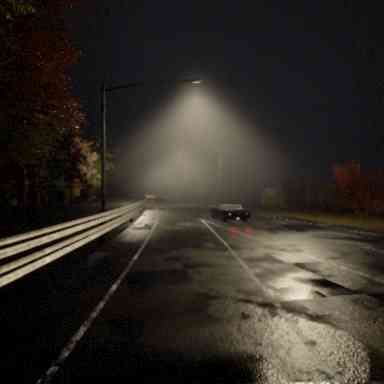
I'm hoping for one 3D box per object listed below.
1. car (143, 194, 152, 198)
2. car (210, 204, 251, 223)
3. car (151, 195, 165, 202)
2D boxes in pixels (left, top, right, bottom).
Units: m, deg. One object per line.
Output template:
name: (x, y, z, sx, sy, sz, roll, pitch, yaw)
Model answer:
car: (-12.022, 1.203, 93.604, 1.882, 1.535, 5.008, 0, 0, -12)
car: (2.797, 1.590, 25.734, 1.895, 1.301, 4.718, 0, 0, -12)
car: (-6.644, 1.382, 68.974, 2.033, 1.411, 5.357, 0, 0, -12)
